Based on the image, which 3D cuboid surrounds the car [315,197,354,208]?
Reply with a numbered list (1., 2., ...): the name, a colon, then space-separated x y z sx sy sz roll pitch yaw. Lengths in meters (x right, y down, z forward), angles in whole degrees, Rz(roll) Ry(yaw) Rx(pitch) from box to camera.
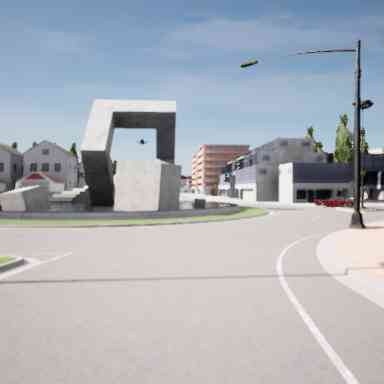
1. car: 17.916 1.332 41.790 4.718 1.301 1.895 0 1 20
